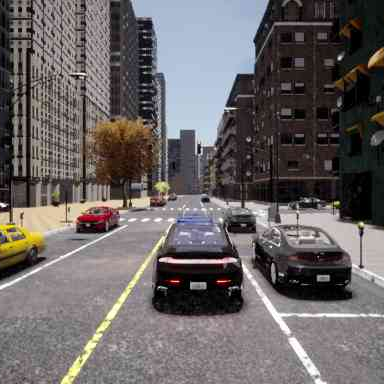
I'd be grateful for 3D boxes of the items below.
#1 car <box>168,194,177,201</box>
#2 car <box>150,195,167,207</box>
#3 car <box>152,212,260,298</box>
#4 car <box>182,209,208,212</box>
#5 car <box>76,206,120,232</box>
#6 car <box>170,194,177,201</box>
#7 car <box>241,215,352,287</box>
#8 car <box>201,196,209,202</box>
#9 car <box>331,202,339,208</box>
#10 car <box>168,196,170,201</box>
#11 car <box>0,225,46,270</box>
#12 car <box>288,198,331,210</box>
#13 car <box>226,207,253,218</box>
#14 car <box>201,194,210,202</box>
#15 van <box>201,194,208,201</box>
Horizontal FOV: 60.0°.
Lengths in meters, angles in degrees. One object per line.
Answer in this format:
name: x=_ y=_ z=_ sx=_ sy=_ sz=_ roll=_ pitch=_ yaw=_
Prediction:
car: x=-5.239 y=1.410 z=91.226 sx=2.192 sy=1.841 sz=5.009 roll=0 pitch=0 yaw=0
car: x=-5.432 y=1.349 z=52.567 sx=2.192 sy=1.841 sz=5.009 roll=0 pitch=0 yaw=0
car: x=0.130 y=1.492 z=8.473 sx=2.128 sy=1.511 sz=4.902 roll=0 pitch=0 yaw=0
car: x=0.167 y=1.605 z=18.591 sx=1.895 sy=1.301 sz=4.718 roll=0 pitch=0 yaw=1
car: x=-5.593 y=1.549 z=20.179 sx=1.887 sy=1.381 sz=4.507 roll=0 pitch=0 yaw=0
car: x=-5.266 y=1.649 z=85.704 sx=1.947 sy=1.339 sz=4.313 roll=0 pitch=0 yaw=0
car: x=2.732 y=1.552 z=9.071 sx=2.008 sy=1.369 sz=4.403 roll=0 pitch=0 yaw=0
car: x=3.088 y=1.599 z=80.308 sx=1.752 sy=1.417 sz=4.829 roll=0 pitch=0 yaw=0
car: x=19.017 y=1.259 z=39.516 sx=4.829 sy=1.417 sz=1.752 roll=-1 pitch=1 yaw=0
car: x=-5.404 y=1.607 z=58.089 sx=1.947 sy=1.339 sz=4.313 roll=0 pitch=0 yaw=0
car: x=-5.649 y=1.526 z=8.943 sx=1.752 sy=1.417 sz=4.829 roll=0 pitch=0 yaw=0
car: x=13.620 y=1.359 z=39.489 sx=4.403 sy=1.369 sz=2.008 roll=-1 pitch=1 yaw=0
car: x=2.787 y=1.555 z=20.137 sx=2.008 sy=1.369 sz=4.403 roll=0 pitch=0 yaw=0
car: x=3.059 y=1.630 z=74.615 sx=1.947 sy=1.339 sz=4.313 roll=0 pitch=0 yaw=0
van: x=3.114 y=1.425 z=85.662 sx=1.690 sy=1.788 sz=3.998 roll=0 pitch=0 yaw=0
